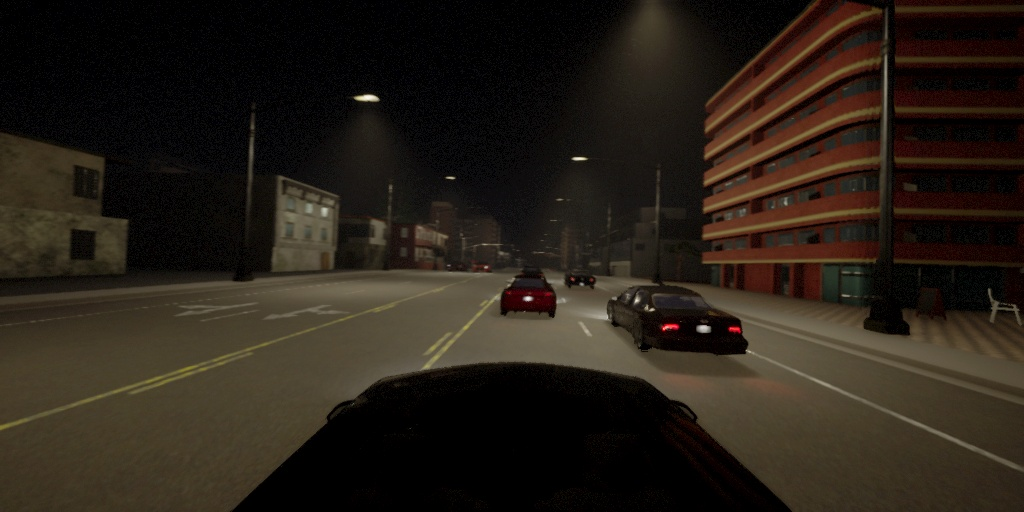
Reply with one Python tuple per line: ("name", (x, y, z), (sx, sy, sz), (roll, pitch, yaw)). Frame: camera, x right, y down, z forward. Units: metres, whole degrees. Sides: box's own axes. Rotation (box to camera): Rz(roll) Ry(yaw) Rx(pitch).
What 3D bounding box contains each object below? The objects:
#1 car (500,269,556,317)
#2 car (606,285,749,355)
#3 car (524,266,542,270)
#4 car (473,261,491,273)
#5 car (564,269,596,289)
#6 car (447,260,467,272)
("car", (0.664, 1.410, 13.977), (1.994, 1.385, 4.181), (2, 0, 4))
("car", (3.860, 1.474, 9.421), (2.033, 1.411, 5.357), (2, 0, 4))
("car", (1.575, 1.519, 28.899), (1.994, 1.385, 4.181), (2, 0, 4))
("car", (-4.231, 1.526, 51.052), (2.097, 1.767, 4.553), (2, -2, 4))
("car", (4.931, 1.654, 26.681), (1.895, 1.301, 4.718), (2, 0, 4))
("car", (-7.726, 1.411, 51.190), (2.097, 1.767, 4.553), (2, -2, 4))
